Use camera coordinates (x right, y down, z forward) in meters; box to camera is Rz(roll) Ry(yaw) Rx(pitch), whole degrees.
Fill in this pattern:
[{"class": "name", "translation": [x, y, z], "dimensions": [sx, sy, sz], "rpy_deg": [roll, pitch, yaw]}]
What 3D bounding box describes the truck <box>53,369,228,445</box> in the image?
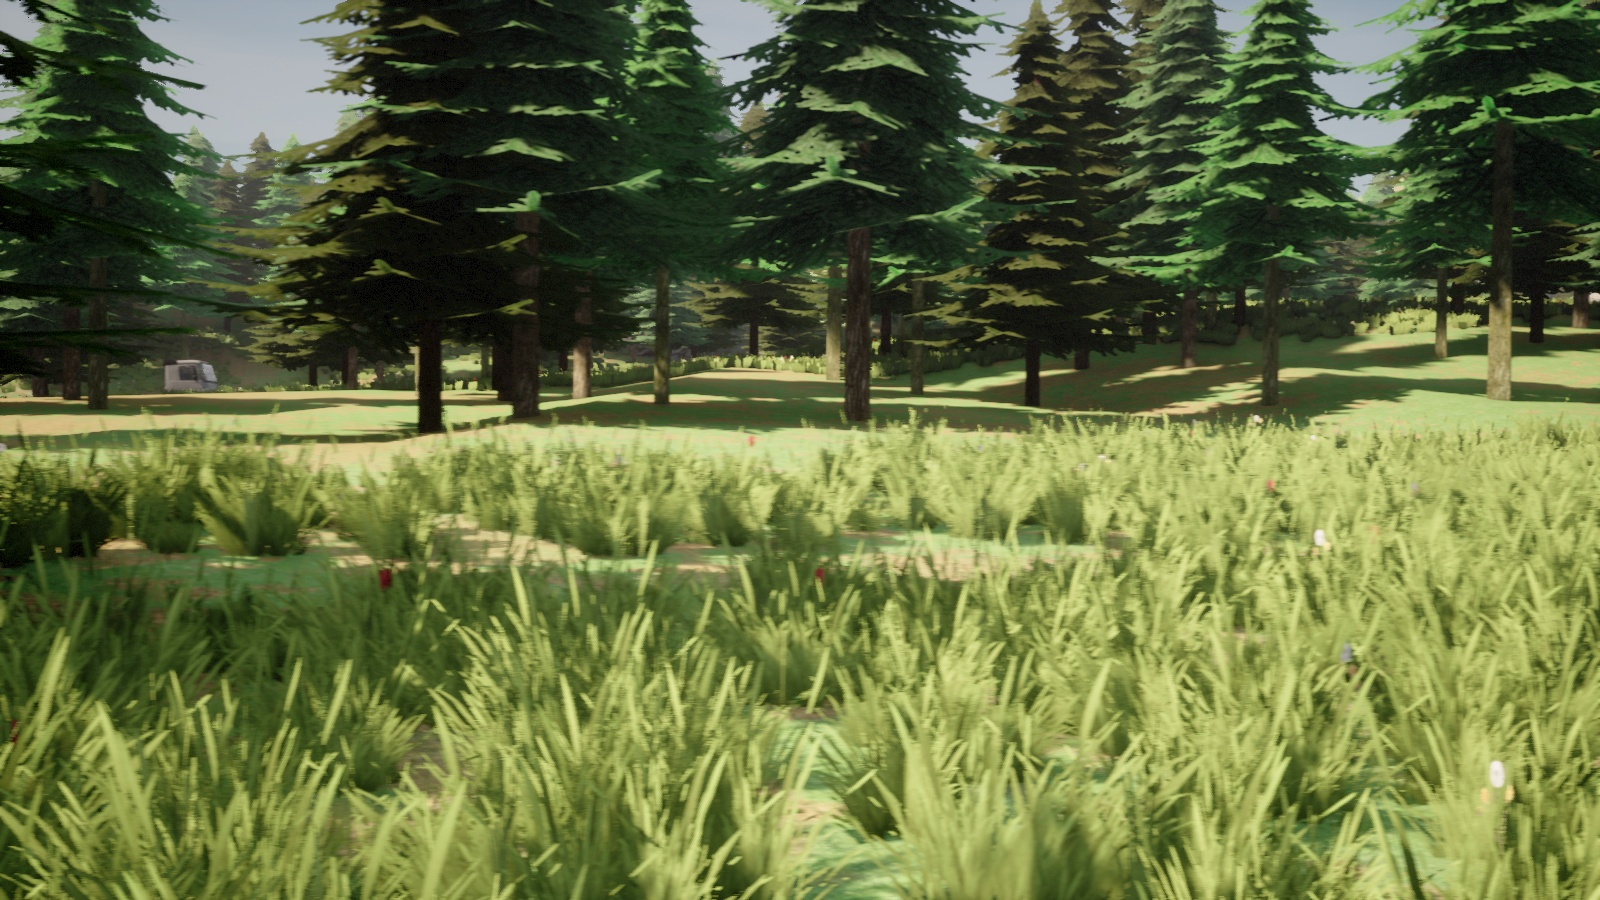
[{"class": "truck", "translation": [-37.060, -2.430, 70.855], "dimensions": [7.936, 3.462, 2.891], "rpy_deg": [-6, 2, -12]}]
